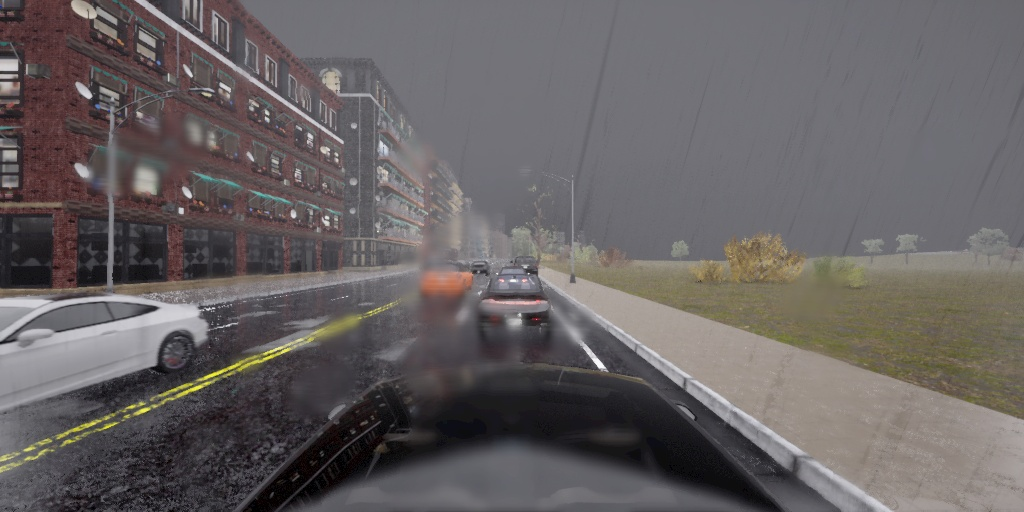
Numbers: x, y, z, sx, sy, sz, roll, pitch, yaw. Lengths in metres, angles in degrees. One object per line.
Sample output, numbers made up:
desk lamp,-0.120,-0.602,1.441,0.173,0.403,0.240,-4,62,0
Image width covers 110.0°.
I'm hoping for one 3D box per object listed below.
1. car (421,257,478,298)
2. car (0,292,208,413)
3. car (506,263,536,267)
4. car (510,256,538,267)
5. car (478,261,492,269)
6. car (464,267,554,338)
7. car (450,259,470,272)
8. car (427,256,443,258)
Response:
car,-3.198,1.103,18.621,2.097,1.767,4.553,0,0,0
car,-6.622,1.276,4.866,1.812,1.442,4.674,0,0,0
car,0.049,1.300,20.689,2.033,1.411,5.357,0,0,0
car,1.052,0.979,30.902,2.150,2.045,5.566,0,0,0
car,-3.254,1.260,37.434,1.837,1.490,4.892,0,1,0
car,0.076,1.243,10.249,2.128,1.511,4.902,0,0,0
car,-6.733,1.231,47.185,1.882,1.535,5.008,0,0,0
car,-9.980,0.975,45.889,2.150,2.045,5.566,0,0,0
